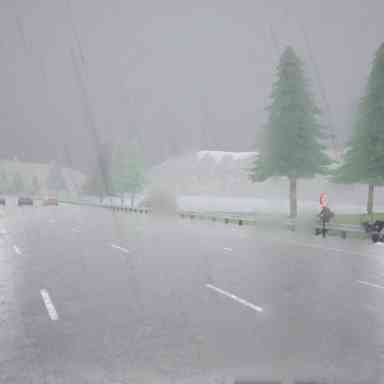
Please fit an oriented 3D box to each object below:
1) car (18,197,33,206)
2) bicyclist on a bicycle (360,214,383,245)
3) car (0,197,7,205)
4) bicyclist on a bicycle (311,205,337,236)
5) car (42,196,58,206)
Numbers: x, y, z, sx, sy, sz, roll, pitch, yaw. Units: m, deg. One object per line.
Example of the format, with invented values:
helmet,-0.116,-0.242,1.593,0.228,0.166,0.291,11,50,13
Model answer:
car,-27.550,1.491,54.945,2.128,1.511,4.902,0,0,-33
bicyclist on a bicycle,7.946,1.728,14.347,1.620,1.656,0.582,-2,-1,-18
car,-32.459,1.526,56.098,1.812,1.442,4.674,0,0,-32
bicyclist on a bicycle,6.761,1.422,16.888,1.656,1.620,0.582,4,-1,-19
car,-23.648,1.477,55.351,1.882,1.535,5.008,0,0,-33
